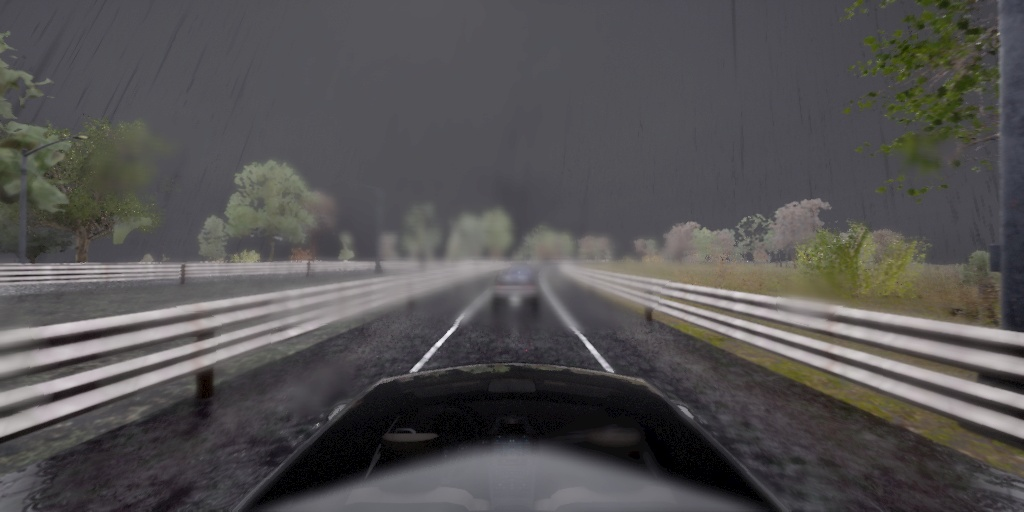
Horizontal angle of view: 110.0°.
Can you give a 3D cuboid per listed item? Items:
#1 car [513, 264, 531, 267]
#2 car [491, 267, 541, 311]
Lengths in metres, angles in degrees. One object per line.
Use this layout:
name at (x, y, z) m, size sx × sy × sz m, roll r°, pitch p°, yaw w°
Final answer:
car at (0.900, 1.411, 30.133) m, size 2.097 × 1.767 × 4.553 m, roll 0°, pitch -1°, yaw 4°
car at (0.210, 1.391, 15.275) m, size 2.128 × 1.511 × 4.902 m, roll 0°, pitch 0°, yaw 2°
